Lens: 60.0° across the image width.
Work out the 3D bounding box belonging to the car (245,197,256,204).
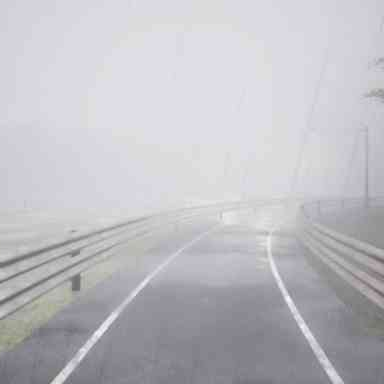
[{"bbox_3d":[11.440,1.591,63.612,4.674,1.442,1.812,-1,0,-31],"label":"car"}]

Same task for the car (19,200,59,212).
[{"bbox_3d":[-20.540,1.795,44.753,4.902,1.511,2.128,0,0,-31],"label":"car"}]

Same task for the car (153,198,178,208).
[{"bbox_3d":[-4.080,1.771,54.460,4.674,1.442,1.812,0,0,-31],"label":"car"}]
